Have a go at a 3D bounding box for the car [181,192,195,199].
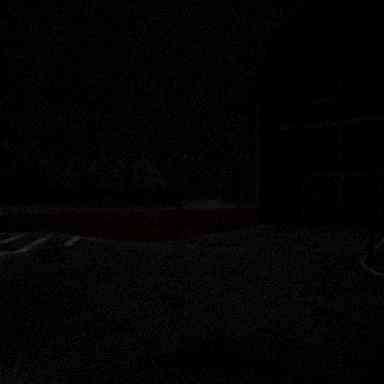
[{"bbox_3d":[-1.205,1.110,92.626,1.932,1.855,4.605,0,0,35],"label":"car"}]
